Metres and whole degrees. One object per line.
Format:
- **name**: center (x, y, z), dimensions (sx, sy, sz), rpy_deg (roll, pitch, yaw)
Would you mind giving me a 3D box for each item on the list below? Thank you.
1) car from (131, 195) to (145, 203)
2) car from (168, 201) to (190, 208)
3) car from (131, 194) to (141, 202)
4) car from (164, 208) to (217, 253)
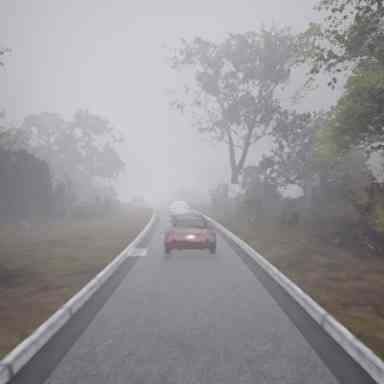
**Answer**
- **car**: center (-10.622, 1.339, 67.107), dimensions (2.097, 1.767, 4.553), rpy_deg (0, 0, -13)
- **car**: center (-1.118, 1.531, 29.964), dimensions (1.812, 1.442, 4.674), rpy_deg (0, 0, -5)
- **car**: center (-12.915, 1.338, 76.228), dimensions (1.882, 1.535, 5.008), rpy_deg (0, 0, -15)
- **car**: center (-0.113, 1.567, 13.809), dimensions (1.994, 1.385, 4.181), rpy_deg (0, 0, -2)
